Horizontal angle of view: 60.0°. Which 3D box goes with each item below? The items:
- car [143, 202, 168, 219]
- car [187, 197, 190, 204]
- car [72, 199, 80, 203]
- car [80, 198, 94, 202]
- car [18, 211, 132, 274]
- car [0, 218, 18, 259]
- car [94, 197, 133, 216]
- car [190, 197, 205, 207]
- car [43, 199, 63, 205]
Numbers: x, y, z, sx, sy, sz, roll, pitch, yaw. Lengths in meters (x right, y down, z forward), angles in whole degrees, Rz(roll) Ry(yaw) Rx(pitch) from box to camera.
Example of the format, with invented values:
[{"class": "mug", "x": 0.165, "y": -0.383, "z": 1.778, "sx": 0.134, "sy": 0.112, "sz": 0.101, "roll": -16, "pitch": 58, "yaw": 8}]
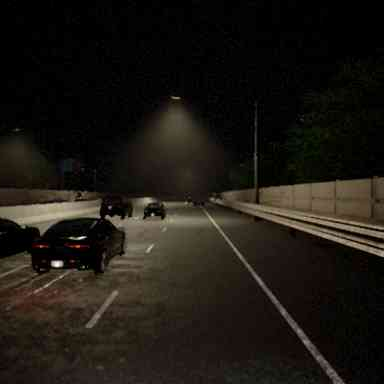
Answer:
[{"class": "car", "x": -3.394, "y": 1.725, "z": 31.213, "sx": 1.837, "sy": 1.490, "sz": 4.892, "roll": 0, "pitch": 0, "yaw": 0}, {"class": "car", "x": 0.018, "y": 1.852, "z": 78.607, "sx": 2.097, "sy": 1.767, "sz": 4.553, "roll": 0, "pitch": -1, "yaw": 0}, {"class": "car", "x": -20.996, "y": 1.987, "z": 62.577, "sx": 1.837, "sy": 1.490, "sz": 4.892, "roll": 0, "pitch": 0, "yaw": 0}, {"class": "car", "x": -17.519, "y": 2.005, "z": 58.976, "sx": 2.033, "sy": 1.411, "sz": 5.357, "roll": 0, "pitch": -1, "yaw": 1}, {"class": "car", "x": -3.398, "y": 1.580, "z": 10.809, "sx": 1.837, "sy": 1.490, "sz": 4.892, "roll": 0, "pitch": 0, "yaw": 0}, {"class": "car", "x": -6.899, "y": 1.555, "z": 11.115, "sx": 1.882, "sy": 1.535, "sz": 5.008, "roll": 0, "pitch": 0, "yaw": 0}, {"class": "car", "x": -6.894, "y": 1.437, "z": 30.636, "sx": 2.150, "sy": 2.045, "sz": 5.566, "roll": 0, "pitch": 0, "yaw": 0}, {"class": "car", "x": 1.239, "y": 1.830, "z": 61.363, "sx": 2.097, "sy": 1.767, "sz": 4.553, "roll": 0, "pitch": -1, "yaw": 0}, {"class": "car", "x": -24.505, "y": 2.005, "z": 58.946, "sx": 2.033, "sy": 1.411, "sz": 5.357, "roll": 0, "pitch": -1, "yaw": 1}]
